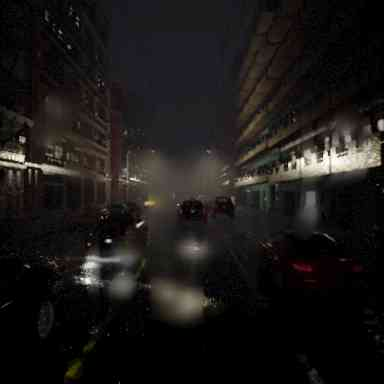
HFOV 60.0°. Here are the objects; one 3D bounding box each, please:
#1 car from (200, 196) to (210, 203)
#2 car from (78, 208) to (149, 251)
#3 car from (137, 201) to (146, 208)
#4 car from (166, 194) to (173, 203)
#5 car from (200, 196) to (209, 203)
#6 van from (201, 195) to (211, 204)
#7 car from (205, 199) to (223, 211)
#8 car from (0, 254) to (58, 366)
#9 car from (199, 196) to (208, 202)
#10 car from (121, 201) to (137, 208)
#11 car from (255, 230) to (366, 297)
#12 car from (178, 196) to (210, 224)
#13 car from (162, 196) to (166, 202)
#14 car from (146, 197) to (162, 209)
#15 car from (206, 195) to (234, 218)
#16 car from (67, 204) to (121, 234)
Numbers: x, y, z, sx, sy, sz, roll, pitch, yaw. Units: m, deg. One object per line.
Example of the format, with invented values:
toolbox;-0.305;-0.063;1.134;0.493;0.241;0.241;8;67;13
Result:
car;2.689;1.610;69.057;1.887;1.381;4.507;0;0;0
car;-3.003;1.575;13.968;1.994;1.385;4.181;0;0;0
car;-5.687;1.569;30.405;1.887;1.381;4.507;1;0;0
car;-5.692;1.616;69.069;2.008;1.369;4.403;1;0;0
car;2.688;1.616;74.580;1.887;1.381;4.507;0;0;0
van;2.691;1.399;63.533;1.690;1.788;3.998;1;0;0
car;2.692;1.601;41.439;1.947;1.339;4.313;1;0;0
car;-3.098;1.529;3.730;1.812;1.442;4.674;0;0;0
car;2.687;1.645;80.104;1.947;1.339;4.313;0;0;0
car;-5.687;1.571;24.882;2.008;1.369;4.403;1;0;0
car;2.696;1.588;8.299;1.802;1.307;4.206;1;0;0
car;0.058;1.372;24.954;2.097;1.767;4.553;0;0;0
car;-5.690;1.597;52.499;2.008;1.369;4.403;1;0;0
car;-5.689;1.566;46.805;1.752;1.417;4.829;1;0;0
car;2.696;1.340;30.393;2.192;1.841;5.009;1;0;0
car;-5.686;1.540;19.189;1.752;1.417;4.829;1;0;0
